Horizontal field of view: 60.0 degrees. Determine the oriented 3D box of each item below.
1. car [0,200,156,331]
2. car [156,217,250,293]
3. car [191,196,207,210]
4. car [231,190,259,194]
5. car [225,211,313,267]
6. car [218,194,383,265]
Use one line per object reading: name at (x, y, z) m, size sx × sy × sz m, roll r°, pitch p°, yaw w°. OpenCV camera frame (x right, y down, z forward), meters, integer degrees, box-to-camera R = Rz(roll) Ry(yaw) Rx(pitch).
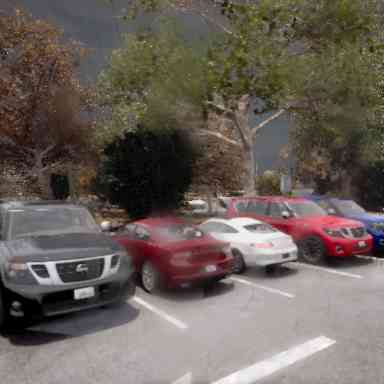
car at (-3.281, 1.224, 7.432) m, size 2.435 × 2.045 × 5.566 m, roll 0°, pitch 0°, yaw -35°
car at (-1.025, 1.471, 9.068) m, size 2.097 × 1.535 × 5.008 m, roll 0°, pitch 0°, yaw -35°
car at (-0.086, 1.245, 39.045) m, size 1.812 × 1.442 × 4.674 m, roll -4°, pitch 3°, yaw -33°
car at (5.244, 0.826, 37.212) m, size 2.150 × 2.045 × 5.566 m, roll -4°, pitch 3°, yaw -34°
car at (1.141, 1.507, 10.614) m, size 2.002 × 1.452 × 4.674 m, roll 0°, pitch 0°, yaw -35°
car at (3.524, 1.213, 12.280) m, size 2.435 × 2.045 × 5.566 m, roll 0°, pitch 0°, yaw -35°
